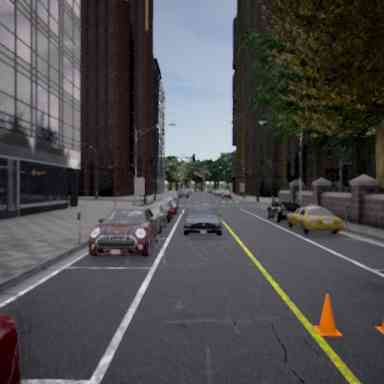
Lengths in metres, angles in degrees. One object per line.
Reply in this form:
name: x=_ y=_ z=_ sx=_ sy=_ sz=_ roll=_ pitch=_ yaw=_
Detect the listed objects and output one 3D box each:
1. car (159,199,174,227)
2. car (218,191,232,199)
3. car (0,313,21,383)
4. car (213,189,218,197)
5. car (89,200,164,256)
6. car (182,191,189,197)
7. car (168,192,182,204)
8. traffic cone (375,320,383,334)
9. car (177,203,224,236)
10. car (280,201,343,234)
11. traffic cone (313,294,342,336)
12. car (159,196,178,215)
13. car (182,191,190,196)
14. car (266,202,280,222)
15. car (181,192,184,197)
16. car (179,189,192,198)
car: x=-2.241 y=1.304 z=17.534 sx=2.008 sy=1.369 sz=4.403 roll=0 pitch=1 yaw=1
car: x=6.769 y=0.611 z=65.782 sx=1.967 sy=1.590 sz=4.097 roll=0 pitch=1 yaw=1
car: x=-2.405 y=1.515 z=1.165 sx=1.887 sy=1.381 sz=4.507 roll=0 pitch=1 yaw=1
car: x=6.933 y=0.514 z=82.094 sx=2.008 sy=1.369 sz=4.403 roll=0 pitch=1 yaw=1
car: x=-2.295 y=1.266 z=12.076 sx=1.967 sy=1.590 sz=4.097 roll=0 pitch=1 yaw=1
car: x=-1.592 y=0.500 z=82.179 sx=1.802 sy=1.307 sz=4.206 roll=0 pitch=1 yaw=1
car: x=-2.131 y=1.050 z=28.445 sx=1.967 sy=1.590 sz=4.097 roll=0 pitch=1 yaw=1
traffic cone: x=3.122 y=1.900 z=5.209 sx=0.340 sy=0.580 sz=0.340 roll=0 pitch=1 yaw=1
car: x=0.518 y=1.321 z=17.073 sx=2.033 sy=1.411 sz=5.357 roll=0 pitch=1 yaw=1
car: x=6.286 y=1.322 z=17.621 sx=1.752 sy=1.417 sz=4.829 roll=0 pitch=1 yaw=1
traffic cone: x=2.122 y=1.895 z=5.219 sx=0.340 sy=0.580 sz=0.340 roll=0 pitch=1 yaw=1
car: x=-2.186 y=1.226 z=22.990 sx=1.887 sy=1.381 sz=4.507 roll=0 pitch=1 yaw=1
car: x=-1.539 y=0.377 z=87.446 sx=1.752 sy=1.417 sz=4.829 roll=0 pitch=1 yaw=1
car: x=6.338 y=1.293 z=22.907 sx=1.947 sy=1.339 sz=4.313 roll=0 pitch=1 yaw=1
car: x=-2.078 y=1.066 z=33.732 sx=1.752 sy=1.417 sz=4.829 roll=0 pitch=1 yaw=1
car: x=-1.700 y=0.371 z=71.302 sx=2.192 sy=1.841 sz=5.009 roll=0 pitch=1 yaw=1
